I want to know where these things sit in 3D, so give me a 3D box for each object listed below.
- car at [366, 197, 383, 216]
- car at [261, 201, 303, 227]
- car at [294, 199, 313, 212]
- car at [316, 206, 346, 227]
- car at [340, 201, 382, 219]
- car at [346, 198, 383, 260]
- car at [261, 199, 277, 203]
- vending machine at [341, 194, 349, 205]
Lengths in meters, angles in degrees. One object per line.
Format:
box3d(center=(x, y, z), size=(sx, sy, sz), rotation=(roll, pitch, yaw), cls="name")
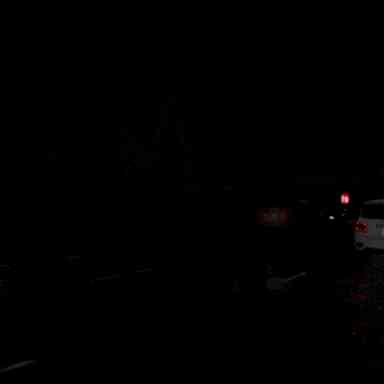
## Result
box3d(center=(19.907, 1.435, 34.231), size=(2.097, 1.767, 4.553), rotation=(0, 0, 6), cls="car")
box3d(center=(6.251, 1.629, 23.382), size=(2.033, 1.411, 5.357), rotation=(0, 0, 24), cls="car")
box3d(center=(13.197, 1.609, 40.353), size=(1.882, 1.535, 5.008), rotation=(0, 0, 4), cls="car")
box3d(center=(9.829, 1.633, 23.344), size=(1.994, 1.385, 4.181), rotation=(0, 0, 23), cls="car")
box3d(center=(15.991, 1.633, 31.877), size=(2.033, 1.411, 5.357), rotation=(0, 0, 9), cls="car")
box3d(center=(7.427, 1.250, 11.907), size=(2.150, 2.045, 5.566), rotation=(0, 0, 38), cls="car")
box3d(center=(9.775, 1.639, 41.569), size=(2.128, 1.511, 4.902), rotation=(0, 0, 3), cls="car")
box3d(center=(28.509, 1.368, 61.861), size=(1.100, 2.100, 0.880), rotation=(0, 0, 2), cls="vending machine")
